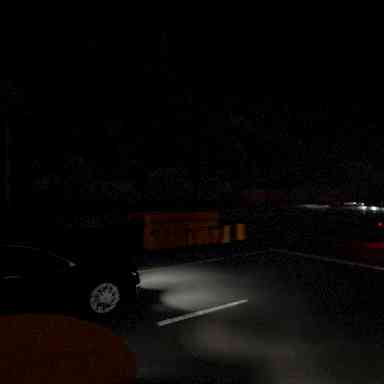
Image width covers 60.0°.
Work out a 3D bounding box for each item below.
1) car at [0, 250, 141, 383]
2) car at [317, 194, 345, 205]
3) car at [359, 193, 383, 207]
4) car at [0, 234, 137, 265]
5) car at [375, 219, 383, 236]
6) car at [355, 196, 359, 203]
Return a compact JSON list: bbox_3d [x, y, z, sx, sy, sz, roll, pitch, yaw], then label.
[{"bbox_3d":[-2.698,1.484,1.835,5.008,1.535,1.882,0,0,-35],"label":"car"},{"bbox_3d":[20.362,1.086,48.611,5.008,1.535,1.882,-1,0,-35],"label":"car"},{"bbox_3d":[23.798,1.178,42.479,4.181,1.385,1.994,-1,0,-35],"label":"car"},{"bbox_3d":[-3.260,1.503,5.733,4.892,1.490,1.837,0,0,-36],"label":"car"},{"bbox_3d":[10.678,1.463,15.683,4.718,1.301,1.895,-1,0,-36],"label":"car"},{"bbox_3d":[28.583,1.019,54.419,4.892,1.490,1.837,-1,0,-36],"label":"car"}]
